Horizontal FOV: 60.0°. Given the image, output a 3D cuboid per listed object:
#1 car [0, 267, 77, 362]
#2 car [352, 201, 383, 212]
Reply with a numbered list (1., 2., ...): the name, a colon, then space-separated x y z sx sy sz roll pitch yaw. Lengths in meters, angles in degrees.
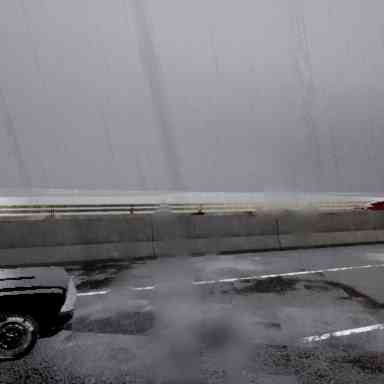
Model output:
1. car: -4.126 1.599 4.696 4.718 1.301 1.895 0 0 -20
2. car: 17.236 1.532 31.060 4.674 1.442 1.812 0 0 -19
